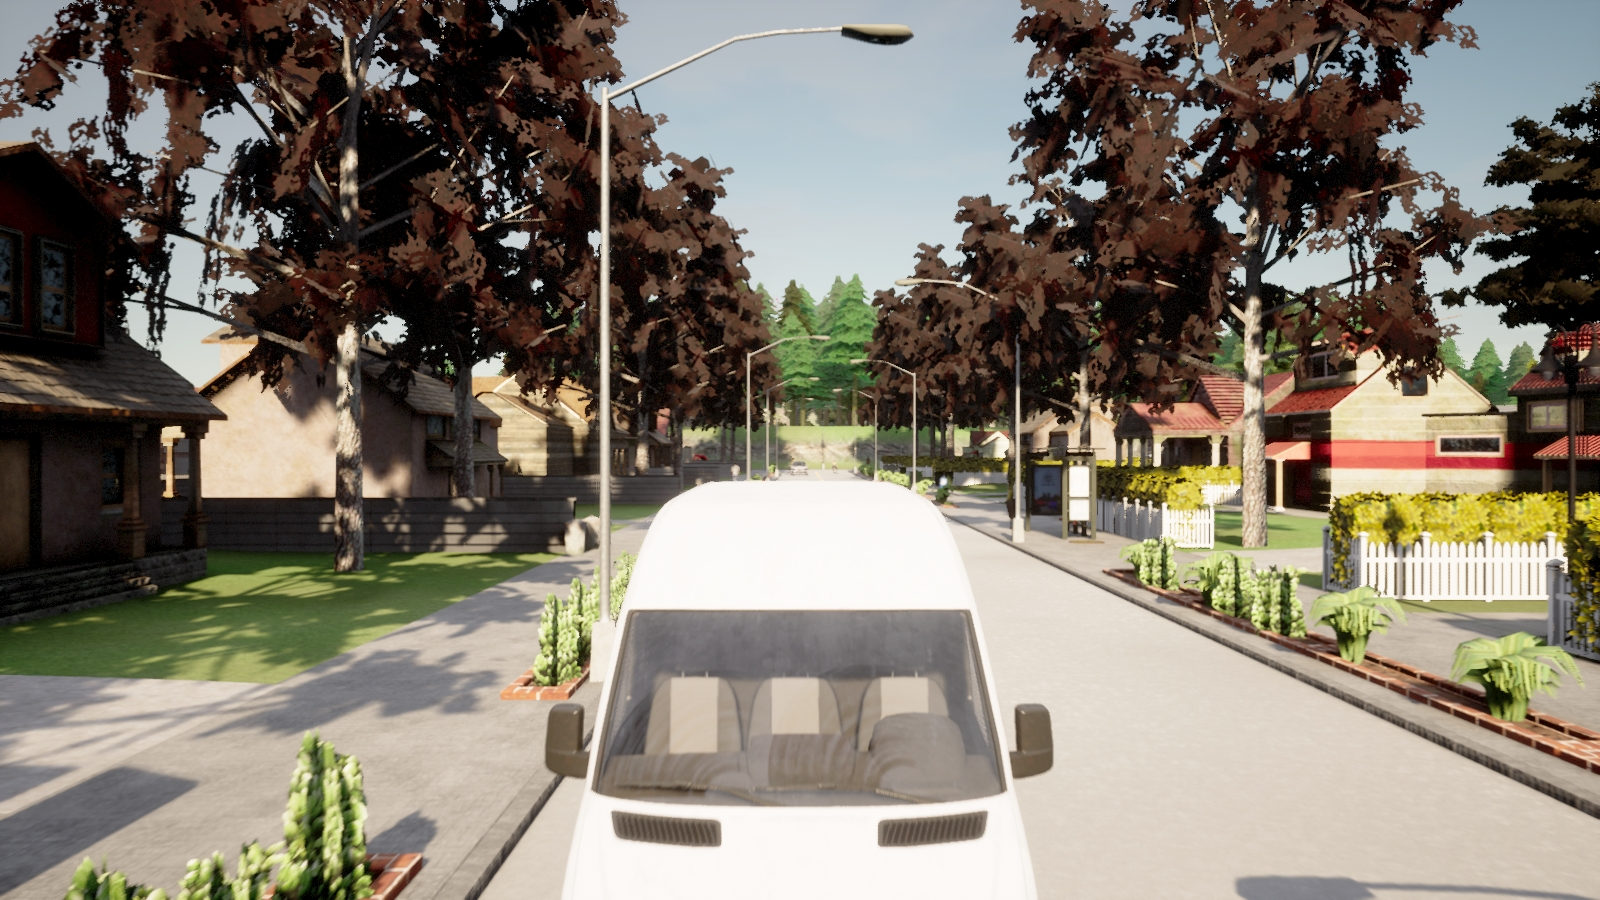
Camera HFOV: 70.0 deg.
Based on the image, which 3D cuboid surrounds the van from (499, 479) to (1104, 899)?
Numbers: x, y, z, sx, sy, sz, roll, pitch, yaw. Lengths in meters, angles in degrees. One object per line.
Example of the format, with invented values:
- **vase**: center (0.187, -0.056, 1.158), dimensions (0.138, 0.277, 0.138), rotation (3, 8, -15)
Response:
- **van**: center (0.003, 1.528, 6.712), dimensions (1.988, 2.561, 5.915), rotation (0, 0, 0)

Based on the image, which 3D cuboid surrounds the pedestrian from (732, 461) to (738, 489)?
- **pedestrian**: center (-4.401, 1.687, 76.929), dimensions (0.375, 1.860, 0.375), rotation (0, 0, 2)
